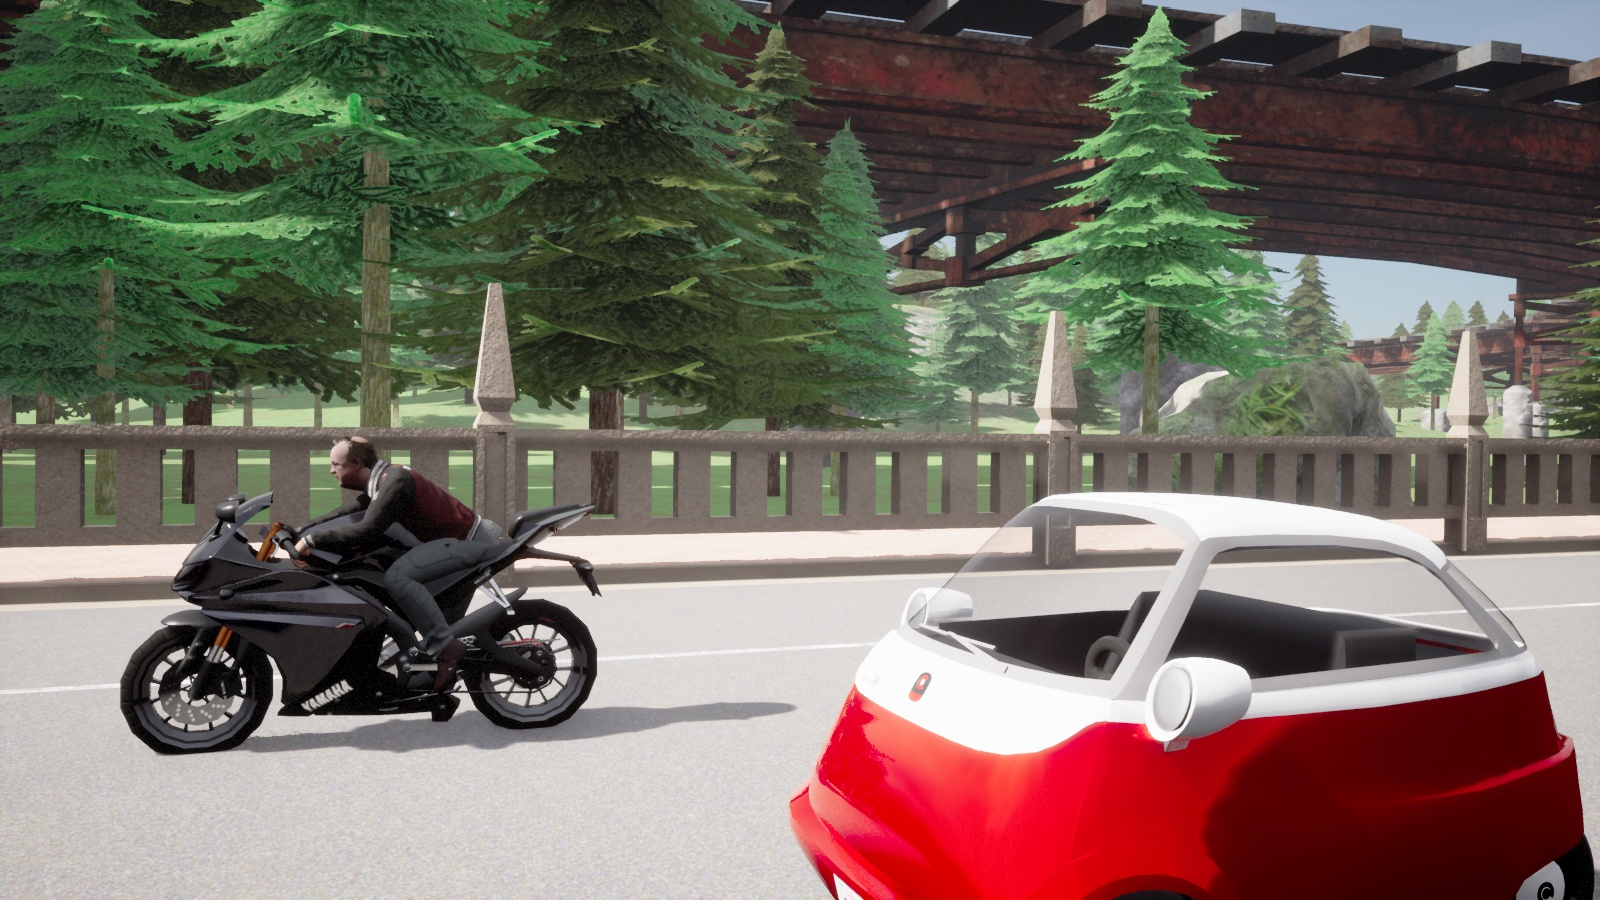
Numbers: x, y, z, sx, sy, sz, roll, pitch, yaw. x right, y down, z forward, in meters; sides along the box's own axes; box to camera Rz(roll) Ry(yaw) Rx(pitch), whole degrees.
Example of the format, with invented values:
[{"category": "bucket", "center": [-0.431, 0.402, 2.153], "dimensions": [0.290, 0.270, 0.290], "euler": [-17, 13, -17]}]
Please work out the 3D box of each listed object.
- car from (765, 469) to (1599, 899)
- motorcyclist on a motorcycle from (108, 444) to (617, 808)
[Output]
[{"category": "car", "center": [1.187, 0.780, 3.690], "dimensions": [2.207, 1.376, 1.481], "euler": [-1, 1, -21]}, {"category": "motorcyclist on a motorcycle", "center": [-2.089, 0.755, 6.190], "dimensions": [2.191, 1.530, 0.866], "euler": [-1, 1, -21]}]
